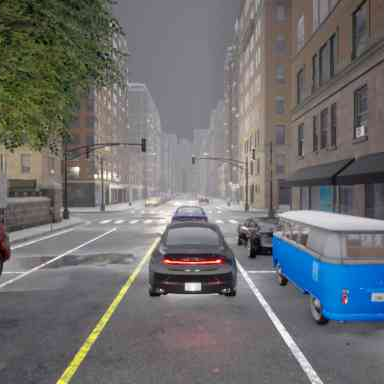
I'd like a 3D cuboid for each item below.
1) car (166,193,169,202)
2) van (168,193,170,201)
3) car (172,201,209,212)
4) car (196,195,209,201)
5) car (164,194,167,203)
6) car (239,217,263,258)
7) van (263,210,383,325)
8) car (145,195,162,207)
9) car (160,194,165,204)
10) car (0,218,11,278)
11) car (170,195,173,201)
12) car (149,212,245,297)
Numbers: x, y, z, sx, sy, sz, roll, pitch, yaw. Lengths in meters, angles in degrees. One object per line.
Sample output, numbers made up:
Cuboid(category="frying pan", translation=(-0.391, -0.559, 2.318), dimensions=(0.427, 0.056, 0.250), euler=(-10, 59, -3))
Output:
Cuboid(category="car", translation=(-6.175, 1.514, 66.764), dimensions=(1.887, 1.381, 4.507), euler=(0, 0, 0))
Cuboid(category="van", translation=(-6.217, 1.311, 72.215), dimensions=(1.690, 1.788, 3.998), euler=(0, 0, 0))
Cuboid(category="car", translation=(-0.101, 1.472, 18.068), dimensions=(1.882, 1.535, 5.008), euler=(0, 0, 0))
Cuboid(category="car", translation=(2.349, 1.409, 66.865), dimensions=(1.967, 1.590, 4.097), euler=(0, 0, 0))
Cuboid(category="car", translation=(-6.133, 1.514, 61.314), dimensions=(1.887, 1.381, 4.507), euler=(0, 0, 0))
Cuboid(category="car", translation=(2.766, 1.563, 12.490), dimensions=(1.947, 1.339, 4.313), euler=(0, 0, 0))
Cuboid(category="van", translation=(2.809, 1.340, 6.830), dimensions=(1.690, 1.788, 3.998), euler=(0, 0, 0))
Cuboid(category="car", translation=(-6.049, 1.497, 50.242), dimensions=(1.752, 1.417, 4.829), euler=(0, 0, 0))
Cuboid(category="car", translation=(-6.092, 1.521, 55.863), dimensions=(2.008, 1.369, 4.403), euler=(0, 0, 0))
Cuboid(category="car", translation=(-5.716, 1.314, 6.725), dimensions=(2.192, 1.841, 5.009), euler=(0, 0, 0))
Cuboid(category="car", translation=(-6.259, 1.522, 77.665), dimensions=(2.008, 1.369, 4.403), euler=(0, 0, 0))
Cuboid(category="car", translation=(0.010, 1.503, 8.572), dimensions=(1.837, 1.490, 4.892), euler=(0, 0, 0))
